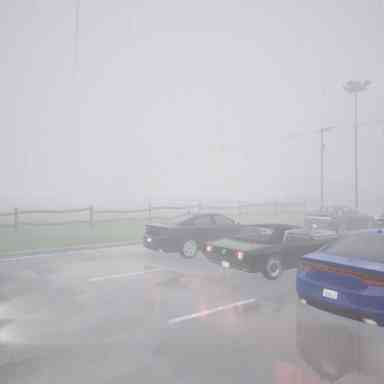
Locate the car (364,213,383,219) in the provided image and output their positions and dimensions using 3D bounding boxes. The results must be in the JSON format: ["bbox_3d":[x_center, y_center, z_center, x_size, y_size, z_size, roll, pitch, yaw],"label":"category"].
[{"bbox_3d":[10.199,1.505,15.364,4.892,1.490,1.837,0,0,-36],"label":"car"}]

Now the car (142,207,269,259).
[{"bbox_3d":[0.560,1.478,12.755,5.008,1.535,1.882,0,0,-36],"label":"car"}]

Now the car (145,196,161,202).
[{"bbox_3d":[-8.169,1.440,69.984,1.994,1.385,4.181,0,0,-36],"label":"car"}]

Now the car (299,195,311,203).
[{"bbox_3d":[13.517,1.505,46.126,1.837,1.490,4.892,0,0,-36],"label":"car"}]

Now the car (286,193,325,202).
[{"bbox_3d":[17.919,1.221,51.967,2.150,2.045,5.566,0,0,-36],"label":"car"}]

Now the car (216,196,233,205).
[{"bbox_3d":[4.444,1.601,58.535,1.895,1.301,4.718,0,0,-36],"label":"car"}]

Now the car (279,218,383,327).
[{"bbox_3d":[4.223,1.478,6.767,5.008,1.535,1.882,0,0,-36],"label":"car"}]

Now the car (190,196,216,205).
[{"bbox_3d":[1.439,1.526,56.722,1.812,1.442,4.674,0,0,-36],"label":"car"}]

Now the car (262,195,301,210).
[{"bbox_3d":[11.286,1.526,43.263,1.812,1.442,4.674,0,0,-36],"label":"car"}]

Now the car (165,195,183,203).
[{"bbox_3d":[-3.808,1.469,69.953,1.837,1.490,4.892,0,0,-36],"label":"car"}]

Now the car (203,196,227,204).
[{"bbox_3d":[4.404,1.490,64.573,2.128,1.511,4.902,0,0,-36],"label":"car"}]

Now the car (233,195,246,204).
[{"bbox_3d":[7.814,1.526,65.873,1.812,1.442,4.674,0,0,-36],"label":"car"}]

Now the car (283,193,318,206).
[{"bbox_3d":[18.512,1.219,57.089,2.150,2.045,5.566,0,0,-36],"label":"car"}]

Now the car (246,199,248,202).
[{"bbox_3d":[9.488,1.500,69.568,1.837,1.490,4.892,0,0,-36],"label":"car"}]

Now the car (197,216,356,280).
[{"bbox_3d":[2.696,1.601,9.980,4.718,1.301,1.895,0,0,-35],"label":"car"}]

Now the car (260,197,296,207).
[{"bbox_3d":[13.447,1.547,52.147,2.033,1.411,5.357,0,0,-36],"label":"car"}]

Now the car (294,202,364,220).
[{"bbox_3d":[8.153,1.491,18.205,4.902,1.511,2.128,0,0,-36],"label":"car"}]
